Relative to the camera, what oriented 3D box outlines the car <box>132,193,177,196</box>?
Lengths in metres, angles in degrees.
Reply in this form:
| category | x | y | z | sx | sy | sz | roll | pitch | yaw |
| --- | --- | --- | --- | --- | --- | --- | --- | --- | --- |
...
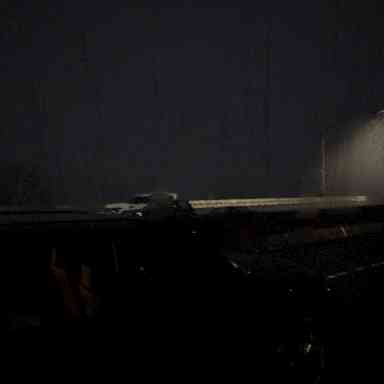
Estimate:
| category | x | y | z | sx | sy | sz | roll | pitch | yaw |
| --- | --- | --- | --- | --- | --- | --- | --- | --- | --- |
| car | -3.338 | 1.123 | 23.058 | 5.566 | 2.045 | 2.150 | -1 | 0 | -35 |

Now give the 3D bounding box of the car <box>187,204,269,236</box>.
| category | x | y | z | sx | sy | sz | roll | pitch | yaw |
| --- | --- | --- | --- | --- | --- | --- | --- | --- | --- |
| car | 2.023 | 1.453 | 18.267 | 4.181 | 1.385 | 1.994 | -1 | 0 | -35 |

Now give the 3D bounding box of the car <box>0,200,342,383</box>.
| category | x | y | z | sx | sy | sz | roll | pitch | yaw |
| --- | --- | --- | --- | --- | --- | --- | --- | --- | --- |
| car | -0.861 | 1.211 | 3.256 | 5.566 | 2.045 | 2.150 | -1 | 0 | -35 |

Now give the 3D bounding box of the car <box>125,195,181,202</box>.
| category | x | y | z | sx | sy | sz | roll | pitch | yaw |
| --- | --- | --- | --- | --- | --- | --- | --- | --- | --- |
| car | -1.865 | 1.260 | 19.809 | 4.553 | 1.767 | 2.097 | -1 | 0 | -35 |
